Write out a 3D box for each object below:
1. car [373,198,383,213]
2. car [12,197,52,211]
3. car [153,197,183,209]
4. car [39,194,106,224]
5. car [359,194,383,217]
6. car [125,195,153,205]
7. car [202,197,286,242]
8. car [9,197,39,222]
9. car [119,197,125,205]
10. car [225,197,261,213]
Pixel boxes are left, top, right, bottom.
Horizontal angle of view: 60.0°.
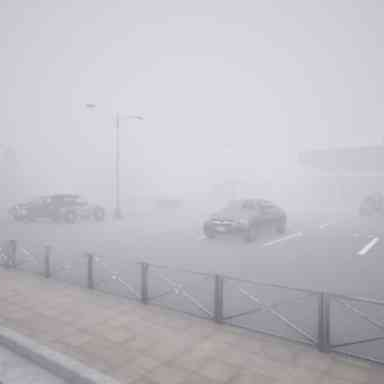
[{"bbox_3d":[20.095,1.361,34.403,1.970,1.475,3.806,0,0,35],"label":"car"},{"bbox_3d":[-18.788,1.391,39.110,1.970,1.475,3.806,0,0,35],"label":"car"},{"bbox_3d":[-2.643,1.322,41.108,1.845,1.501,3.633,0,0,35],"label":"car"},{"bbox_3d":[-7.854,1.087,22.554,1.905,1.878,3.866,0,0,35],"label":"car"},{"bbox_3d":[15.208,1.100,27.473,1.932,1.855,4.605,0,0,35],"label":"car"},{"bbox_3d":[-7.842,1.330,54.230,2.152,1.636,5.027,0,0,35],"label":"car"},{"bbox_3d":[2.568,1.163,15.133,2.152,1.636,5.027,0,0,35],"label":"car"},{"bbox_3d":[-10.460,1.107,23.903,1.932,1.855,4.605,0,0,35],"label":"car"},{"bbox_3d":[-10.428,1.339,56.007,2.007,1.523,4.514,0,0,35],"label":"car"},{"bbox_3d":[5.473,1.301,35.278,2.007,1.523,4.514,0,0,35],"label":"car"}]
